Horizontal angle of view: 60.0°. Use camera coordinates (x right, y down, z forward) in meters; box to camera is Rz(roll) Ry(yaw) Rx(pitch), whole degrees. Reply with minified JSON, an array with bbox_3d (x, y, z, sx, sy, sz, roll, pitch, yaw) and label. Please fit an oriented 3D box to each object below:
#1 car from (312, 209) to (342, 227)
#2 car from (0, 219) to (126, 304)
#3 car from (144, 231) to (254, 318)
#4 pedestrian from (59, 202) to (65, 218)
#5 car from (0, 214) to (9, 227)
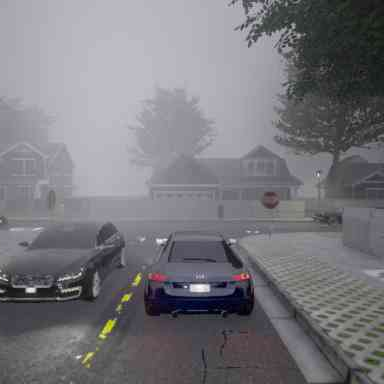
[{"bbox_3d":[10.751,1.631,22.602,4.718,1.301,1.895,0,1,-1],"label":"car"},{"bbox_3d":[-2.906,1.503,8.380,1.837,1.490,4.892,0,0,0],"label":"car"},{"bbox_3d":[0.105,1.562,7.514,1.994,1.385,4.181,0,0,-1],"label":"car"},{"bbox_3d":[-9.823,1.338,25.255,0.375,1.300,0.375,0,0,-1],"label":"pedestrian"},{"bbox_3d":[-13.085,1.527,19.355,4.181,1.385,1.994,0,1,-1],"label":"car"}]
